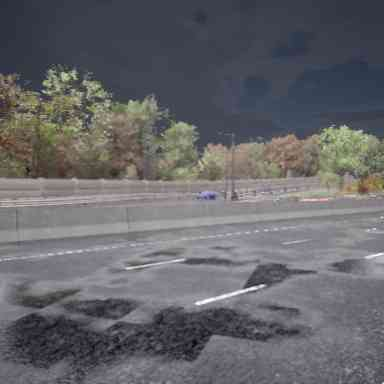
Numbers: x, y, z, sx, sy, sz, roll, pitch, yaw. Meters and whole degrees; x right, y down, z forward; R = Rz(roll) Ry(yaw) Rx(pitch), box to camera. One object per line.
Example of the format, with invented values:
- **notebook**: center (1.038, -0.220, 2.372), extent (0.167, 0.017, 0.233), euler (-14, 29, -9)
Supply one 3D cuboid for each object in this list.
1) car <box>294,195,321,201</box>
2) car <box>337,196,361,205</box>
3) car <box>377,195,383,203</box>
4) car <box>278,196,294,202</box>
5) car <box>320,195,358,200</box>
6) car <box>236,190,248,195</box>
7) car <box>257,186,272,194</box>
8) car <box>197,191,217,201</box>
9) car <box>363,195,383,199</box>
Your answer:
- **car**: center (16.121, 1.186, 43.998), extent (4.553, 1.767, 2.097), euler (0, 0, -38)
- **car**: center (26.894, 1.419, 56.966), extent (4.718, 1.301, 1.895), euler (0, 0, -38)
- **car**: center (39.416, 1.327, 66.905), extent (4.902, 1.511, 2.128), euler (0, 0, -38)
- **car**: center (13.995, 1.321, 46.774), extent (4.892, 1.490, 1.837), euler (1, 0, -38)
- **car**: center (18.415, 1.363, 41.354), extent (4.892, 1.490, 1.837), euler (1, 0, -38)
- **car**: center (9.884, 0.378, 68.032), extent (2.128, 1.511, 4.902), euler (0, 2, 29)
- **car**: center (17.820, -0.493, 81.388), extent (2.150, 2.045, 5.566), euler (0, 3, 32)
- **car**: center (2.485, 0.638, 54.319), extent (1.882, 1.535, 5.008), euler (0, 1, 28)
- **car**: center (29.386, 1.343, 54.484), extent (4.892, 1.490, 1.837), euler (0, 1, -38)
